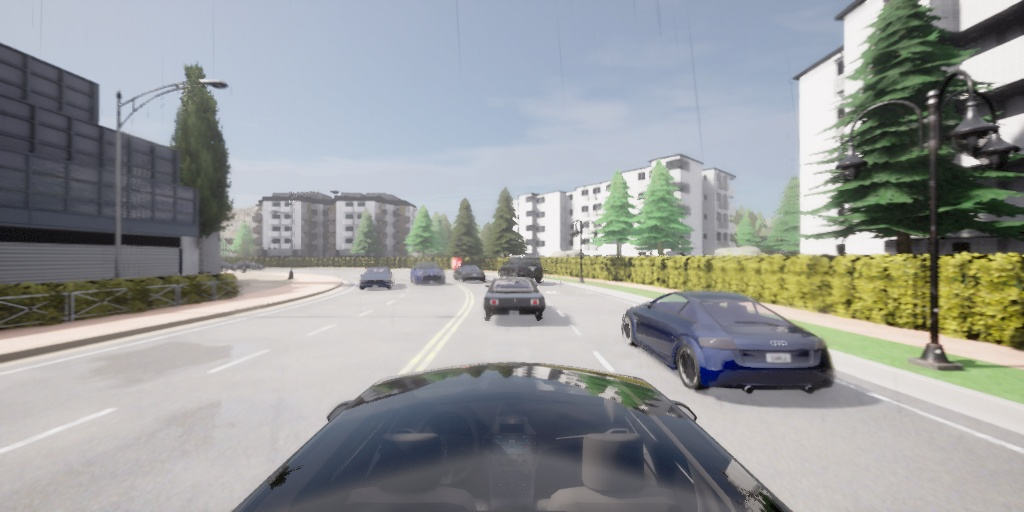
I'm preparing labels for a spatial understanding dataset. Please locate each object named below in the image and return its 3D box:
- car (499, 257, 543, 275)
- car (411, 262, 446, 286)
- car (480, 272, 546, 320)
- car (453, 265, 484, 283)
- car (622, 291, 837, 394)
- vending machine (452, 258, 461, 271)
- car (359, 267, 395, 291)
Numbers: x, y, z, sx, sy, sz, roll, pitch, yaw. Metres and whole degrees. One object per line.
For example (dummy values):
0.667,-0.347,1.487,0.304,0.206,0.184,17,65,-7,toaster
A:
0.637,1.109,28.843,2.150,2.045,5.566,0,0,-19,car
-6.272,1.229,26.704,2.097,1.767,4.553,0,0,-21,car
-0.026,1.407,12.822,1.895,1.301,4.718,0,0,-3,car
-3.662,1.458,30.084,1.994,1.385,4.181,0,0,-22,car
3.579,1.341,6.830,1.994,1.385,4.181,0,0,0,car
-7.609,1.189,49.670,1.100,2.100,0.880,0,0,-44,vending machine
-8.739,1.409,23.547,2.033,1.411,5.357,0,0,-16,car
